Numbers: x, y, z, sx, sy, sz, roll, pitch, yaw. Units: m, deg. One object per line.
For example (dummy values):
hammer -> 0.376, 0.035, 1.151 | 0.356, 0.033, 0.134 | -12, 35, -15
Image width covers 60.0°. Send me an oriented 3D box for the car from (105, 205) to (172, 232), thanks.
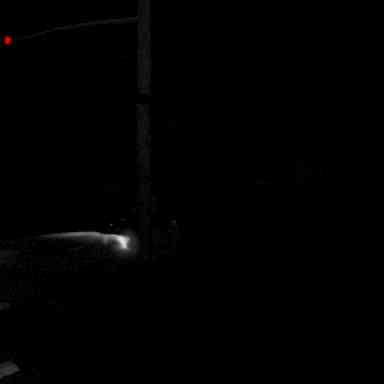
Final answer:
car -> -3.101, 1.513, 20.204 | 1.812, 1.442, 4.674 | 0, 0, 35
